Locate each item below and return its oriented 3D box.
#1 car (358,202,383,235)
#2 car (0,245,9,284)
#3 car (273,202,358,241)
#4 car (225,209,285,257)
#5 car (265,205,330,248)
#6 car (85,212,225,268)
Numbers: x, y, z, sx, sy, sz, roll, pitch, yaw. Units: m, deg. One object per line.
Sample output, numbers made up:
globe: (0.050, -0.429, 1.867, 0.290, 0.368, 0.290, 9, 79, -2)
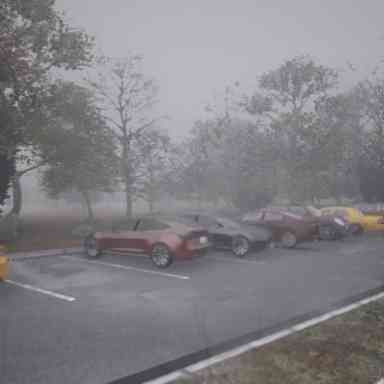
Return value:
car: (7.752, 1.506, 18.599, 5.366, 1.575, 1.946, -1, -1, 33)
car: (-6.344, 1.507, 7.886, 5.008, 1.535, 2.097, -1, -1, 35)
car: (5.536, 1.382, 16.721, 4.553, 1.767, 2.185, -1, -1, 33)
car: (0.860, 1.536, 13.122, 4.792, 1.488, 2.163, -1, -1, 34)
car: (3.205, 1.506, 14.904, 5.008, 1.535, 2.097, -1, -1, 33)
car: (-1.583, 1.537, 11.390, 4.792, 1.488, 2.163, -1, -1, 34)
